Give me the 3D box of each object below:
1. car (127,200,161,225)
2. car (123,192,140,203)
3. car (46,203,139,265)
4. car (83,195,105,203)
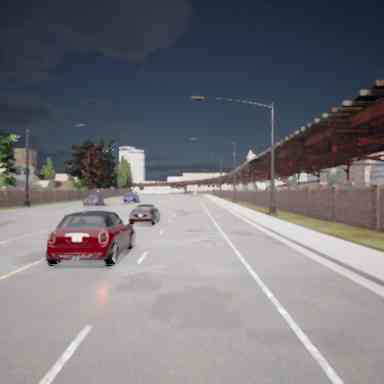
[{"bbox_3d":[-3.491,1.631,25.084,2.033,1.411,5.357,0,0,0],"label":"car"},{"bbox_3d":[-10.568,0.953,58.342,2.150,2.045,5.566,0,1,1],"label":"car"},{"bbox_3d":[-3.464,1.450,12.203,2.097,1.767,4.553,0,0,0],"label":"car"},{"bbox_3d":[-14.121,1.201,47.955,2.097,1.767,4.553,0,0,-1],"label":"car"}]
